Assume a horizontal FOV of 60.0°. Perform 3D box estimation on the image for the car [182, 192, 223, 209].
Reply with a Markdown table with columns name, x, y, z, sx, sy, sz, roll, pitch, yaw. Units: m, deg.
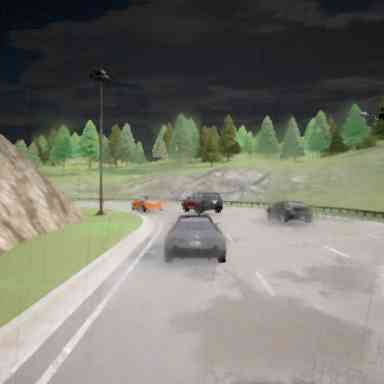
| name | x | y | z | sx | sy | sz | roll | pitch | yaw |
| --- | --- | --- | --- | --- | --- | --- | --- | --- | --- |
| car | 0.917 | 1.013 | 32.018 | 2.150 | 2.045 | 5.566 | 1 | 0 | -24 |

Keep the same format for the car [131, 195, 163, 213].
| name | x | y | z | sx | sy | sz | roll | pitch | yaw |
| --- | --- | --- | --- | --- | --- | --- | --- | --- | --- |
| car | -4.752 | 1.126 | 34.662 | 2.097 | 1.767 | 4.553 | -1 | 1 | -29 |

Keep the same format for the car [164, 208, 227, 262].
| name | x | y | z | sx | sy | sz | roll | pitch | yaw |
| --- | --- | --- | --- | --- | --- | --- | --- | --- | --- |
| car | 0.100 | 1.486 | 11.841 | 1.994 | 1.385 | 4.181 | 0 | 0 | 0 |

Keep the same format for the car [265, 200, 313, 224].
| name | x | y | z | sx | sy | sz | roll | pitch | yaw |
| --- | --- | --- | --- | --- | --- | --- | --- | --- | --- |
| car | 6.604 | 1.353 | 23.156 | 1.837 | 1.490 | 4.892 | 1 | 0 | -7 |
